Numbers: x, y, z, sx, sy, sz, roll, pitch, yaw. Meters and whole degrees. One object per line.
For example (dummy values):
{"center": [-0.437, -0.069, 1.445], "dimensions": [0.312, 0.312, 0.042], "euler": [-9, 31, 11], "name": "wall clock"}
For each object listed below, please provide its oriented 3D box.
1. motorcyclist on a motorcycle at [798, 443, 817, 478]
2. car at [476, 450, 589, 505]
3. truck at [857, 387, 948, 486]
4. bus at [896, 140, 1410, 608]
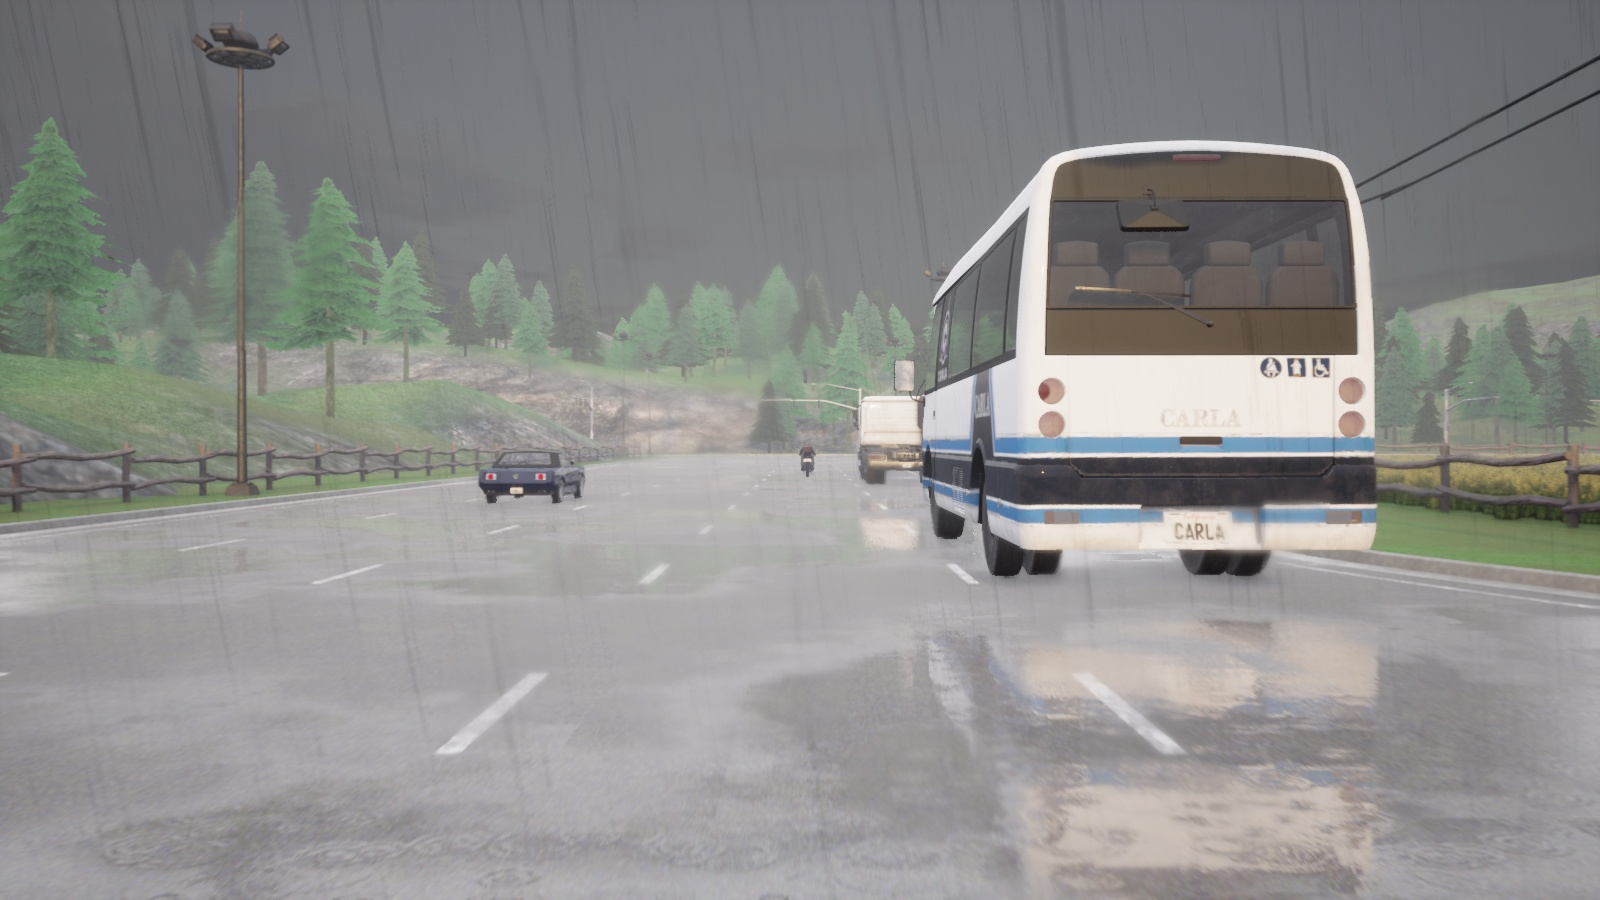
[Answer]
{"center": [0.333, 0.464, 56.364], "dimensions": [0.866, 1.530, 2.191], "euler": [0, 0, 0], "name": "motorcyclist on a motorcycle"}
{"center": [-6.802, 0.658, 32.473], "dimensions": [1.895, 1.301, 4.718], "euler": [0, 0, 0], "name": "car"}
{"center": [3.787, -0.503, 48.077], "dimensions": [2.891, 3.462, 7.936], "euler": [0, 0, 0], "name": "truck"}
{"center": [3.604, -0.721, 16.586], "dimensions": [3.944, 4.253, 10.273], "euler": [0, 0, 0], "name": "bus"}
